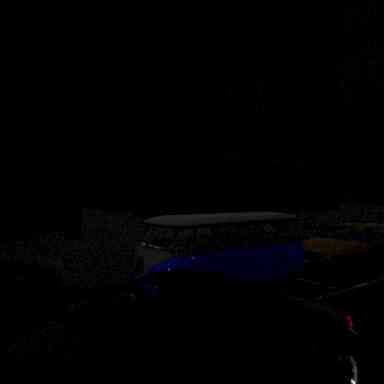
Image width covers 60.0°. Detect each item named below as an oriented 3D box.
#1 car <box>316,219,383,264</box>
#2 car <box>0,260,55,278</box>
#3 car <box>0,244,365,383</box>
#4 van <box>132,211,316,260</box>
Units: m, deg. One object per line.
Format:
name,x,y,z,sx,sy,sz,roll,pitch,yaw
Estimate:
car,4.933,1.526,10.177,4.829,1.417,1.752,0,0,-36
car,-3.779,1.566,3.956,4.313,1.339,1.947,0,0,-36
car,-0.170,1.564,3.259,4.181,1.385,1.994,0,0,-36
van,0.646,1.341,7.116,3.998,1.788,1.690,0,0,-36
